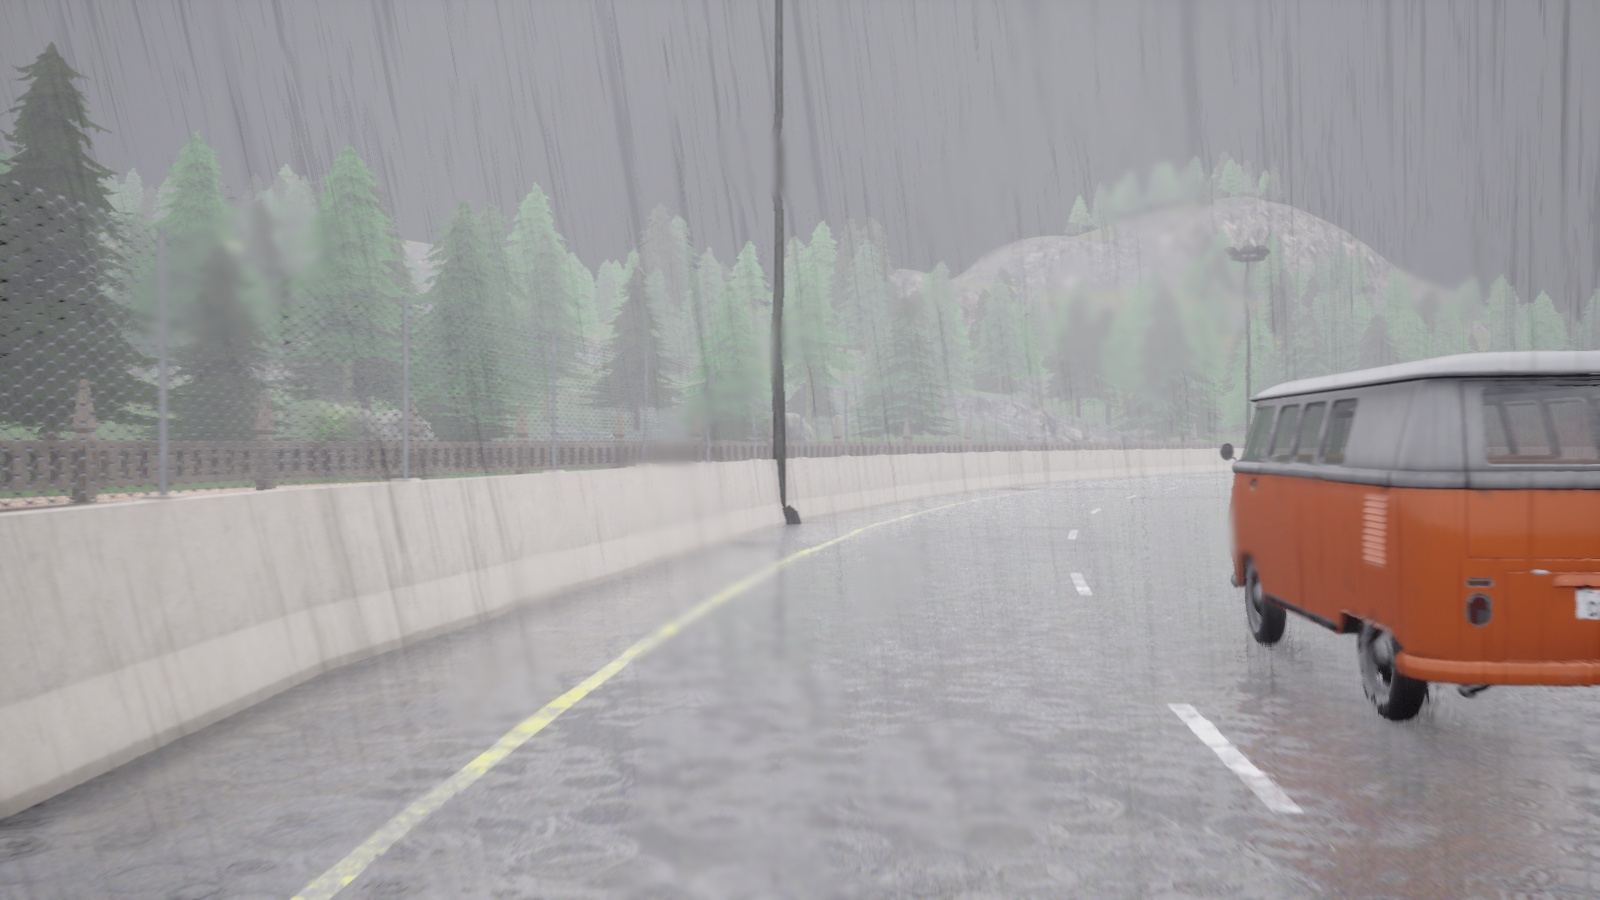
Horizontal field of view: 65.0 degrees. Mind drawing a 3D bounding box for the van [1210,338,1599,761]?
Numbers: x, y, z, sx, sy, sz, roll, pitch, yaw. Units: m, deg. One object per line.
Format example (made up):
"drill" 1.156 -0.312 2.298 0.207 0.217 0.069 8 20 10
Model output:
"van" 4.044 0.458 8.099 1.775 1.987 4.442 0 0 6
